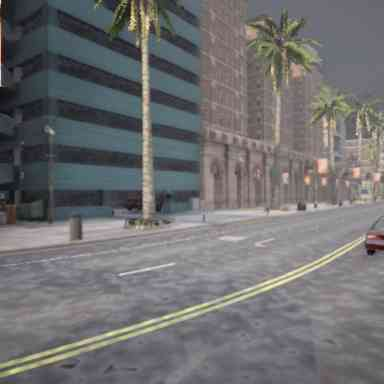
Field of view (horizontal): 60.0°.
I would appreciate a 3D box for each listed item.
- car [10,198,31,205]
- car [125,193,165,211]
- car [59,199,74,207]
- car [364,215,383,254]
[{"bbox_3d":[-29.874,1.761,59.466,2.161,1.482,4.786,0,0,37],"label":"car"},{"bbox_3d":[-5.765,1.212,41.445,2.435,2.045,5.566,0,0,37],"label":"car"},{"bbox_3d":[-20.933,1.747,52.063,1.895,1.301,4.718,0,0,37],"label":"car"},{"bbox_3d":[8.085,1.567,12.868,2.033,1.411,5.357,0,0,38],"label":"car"}]
